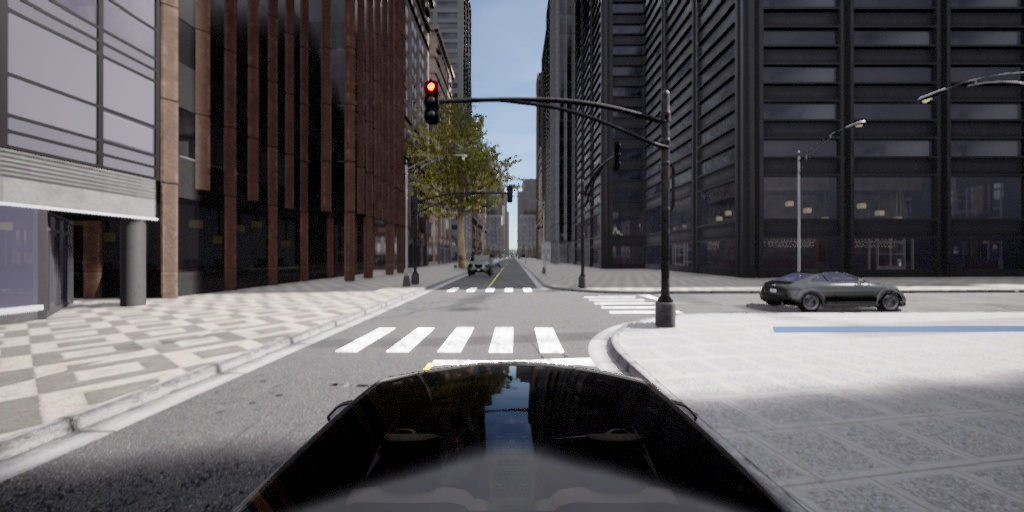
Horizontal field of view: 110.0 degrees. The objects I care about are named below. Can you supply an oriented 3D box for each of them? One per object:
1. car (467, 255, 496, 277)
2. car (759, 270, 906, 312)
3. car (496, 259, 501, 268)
[{"bbox_3d":[-3.005,0.887,34.947,2.150,2.045,5.566,0,0,0],"label":"car"},{"bbox_3d":[11.556,1.225,13.104,4.181,1.385,1.994,0,0,0],"label":"car"},{"bbox_3d":[-2.875,1.174,58.844,1.812,1.442,4.674,0,0,1],"label":"car"}]
